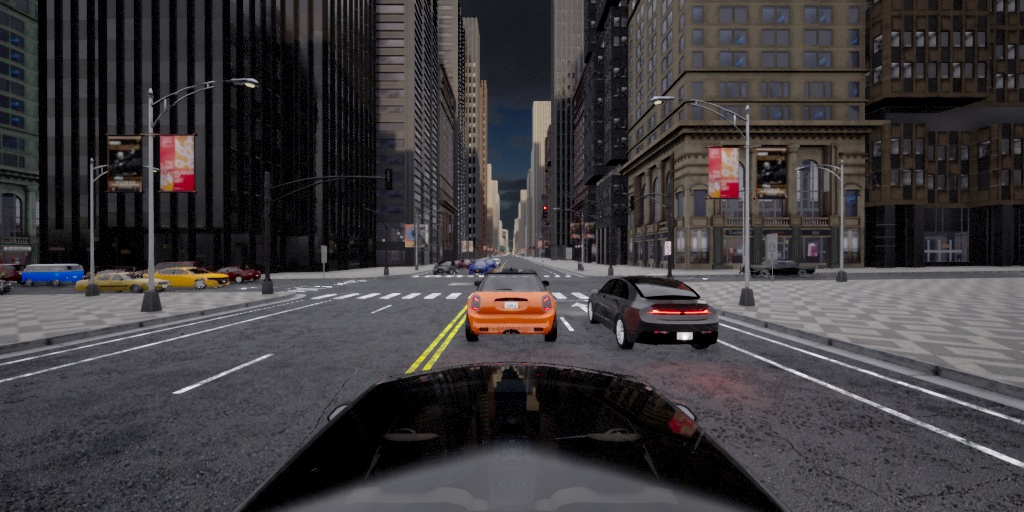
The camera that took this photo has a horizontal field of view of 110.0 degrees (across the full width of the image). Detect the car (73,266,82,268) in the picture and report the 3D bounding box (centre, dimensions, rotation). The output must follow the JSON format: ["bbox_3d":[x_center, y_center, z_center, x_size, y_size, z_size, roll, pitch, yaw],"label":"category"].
[{"bbox_3d":[-34.220,1.754,30.719,4.207,1.307,1.802,0,0,0],"label":"car"}]

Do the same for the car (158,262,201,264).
[{"bbox_3d":[-29.133,1.418,30.715,5.009,1.841,2.192,0,0,0],"label":"car"}]

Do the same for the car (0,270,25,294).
[{"bbox_3d":[-33.825,1.753,22.180,4.403,1.370,2.007,0,0,0],"label":"car"}]

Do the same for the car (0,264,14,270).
[{"bbox_3d":[-44.394,1.625,30.727,5.009,1.841,2.192,0,0,0],"label":"car"}]

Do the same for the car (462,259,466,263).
[{"bbox_3d":[-6.724,1.204,52.393,1.882,1.535,5.008,0,0,0],"label":"car"}]

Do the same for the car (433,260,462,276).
[{"bbox_3d":[-6.906,1.243,37.696,1.837,1.490,4.892,0,0,3],"label":"car"}]

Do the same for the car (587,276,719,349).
[{"bbox_3d":[3.234,1.254,9.143,1.837,1.490,4.892,0,0,0],"label":"car"}]

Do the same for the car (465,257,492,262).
[{"bbox_3d":[-3.441,1.216,38.095,1.882,1.535,5.008,0,0,0],"label":"car"}]

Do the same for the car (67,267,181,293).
[{"bbox_3d":[-23.883,1.595,22.183,4.829,1.417,1.751,0,0,0],"label":"car"}]

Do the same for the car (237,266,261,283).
[{"bbox_3d":[-24.046,1.579,30.711,4.507,1.381,1.888,0,0,0],"label":"car"}]

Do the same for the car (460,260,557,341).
[{"bbox_3d":[-0.008,1.101,10.003,2.097,1.767,4.553,0,0,0],"label":"car"}]

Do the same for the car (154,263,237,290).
[{"bbox_3d":[-22.455,1.514,24.844,5.008,1.535,1.882,-1,0,0],"label":"car"}]

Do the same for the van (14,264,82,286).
[{"bbox_3d":[-39.307,1.582,30.723,3.998,1.789,1.690,0,0,0],"label":"van"}]

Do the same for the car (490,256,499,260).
[{"bbox_3d":[-3.477,1.202,54.583,1.882,1.535,5.008,0,0,0],"label":"car"}]

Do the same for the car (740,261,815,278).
[{"bbox_3d":[20.700,1.040,28.091,4.718,1.301,1.895,-1,0,0],"label":"car"}]
